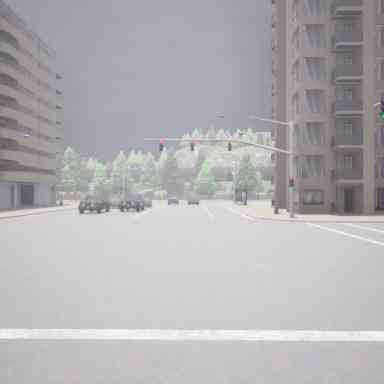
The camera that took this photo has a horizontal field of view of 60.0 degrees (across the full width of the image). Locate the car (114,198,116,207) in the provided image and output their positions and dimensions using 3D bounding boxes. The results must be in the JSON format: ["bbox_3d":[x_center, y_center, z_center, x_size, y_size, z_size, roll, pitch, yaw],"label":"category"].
[{"bbox_3d":[-10.484,1.530,45.855,1.812,1.442,4.674,0,0,0],"label":"car"}]

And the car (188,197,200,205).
[{"bbox_3d":[0.335,1.571,59.842,1.994,1.385,4.181,0,0,3],"label":"car"}]

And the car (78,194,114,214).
[{"bbox_3d":[-10.514,1.225,36.252,2.150,2.045,5.566,0,0,0],"label":"car"}]

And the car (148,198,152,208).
[{"bbox_3d":[-6.970,1.531,48.985,1.812,1.442,4.674,0,0,0],"label":"car"}]

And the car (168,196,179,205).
[{"bbox_3d":[-3.364,1.532,60.017,1.812,1.442,4.674,0,0,0],"label":"car"}]

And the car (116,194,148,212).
[{"bbox_3d":[-7.005,1.226,39.455,2.150,2.045,5.566,0,0,0],"label":"car"}]
